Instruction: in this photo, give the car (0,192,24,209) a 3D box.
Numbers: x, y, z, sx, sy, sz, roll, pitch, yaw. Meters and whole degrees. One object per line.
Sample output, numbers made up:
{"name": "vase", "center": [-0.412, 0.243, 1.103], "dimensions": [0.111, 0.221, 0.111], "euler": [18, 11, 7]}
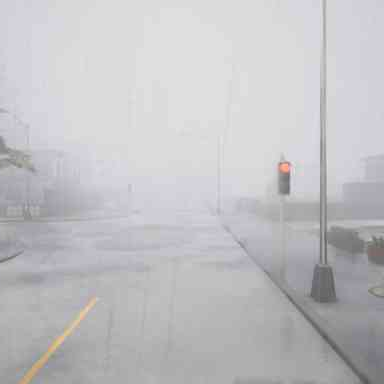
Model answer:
{"name": "car", "center": [-19.736, 0.985, 34.939], "dimensions": [1.905, 1.878, 3.866], "euler": [0, 0, 35]}
